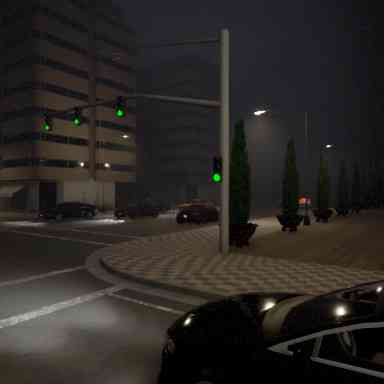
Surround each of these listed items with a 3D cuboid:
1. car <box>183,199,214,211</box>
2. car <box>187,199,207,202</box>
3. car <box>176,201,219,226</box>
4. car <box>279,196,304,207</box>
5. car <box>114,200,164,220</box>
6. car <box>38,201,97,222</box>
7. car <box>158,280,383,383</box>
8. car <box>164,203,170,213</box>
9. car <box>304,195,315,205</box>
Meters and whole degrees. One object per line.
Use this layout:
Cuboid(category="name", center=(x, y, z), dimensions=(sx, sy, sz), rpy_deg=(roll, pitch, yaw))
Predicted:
Cuboid(category="car", center=(0.916, 1.619, 43.131), dimensions=(1.994, 1.385, 4.181), rpy_deg=(0, 0, 36))
Cuboid(category="car", center=(0.368, 1.533, 36.316), dimensions=(1.882, 1.535, 5.008), rpy_deg=(0, 0, 35))
Cuboid(category="car", center=(0.696, 1.619, 24.307), dimensions=(1.994, 1.385, 4.181), rpy_deg=(0, 0, 35))
Cuboid(category="car", center=(14.608, 1.547, 50.057), dimensions=(2.128, 1.511, 4.902), rpy_deg=(0, 0, 35))
Cuboid(category="car", center=(-4.784, 1.619, 29.030), dimensions=(1.994, 1.385, 4.181), rpy_deg=(0, 0, 35))
Cuboid(category="car", center=(-10.160, 1.560, 27.487), dimensions=(1.837, 1.490, 4.892), rpy_deg=(0, 0, 35))
Cuboid(category="car", center=(1.895, 1.492, 2.622), dimensions=(4.902, 1.511, 2.128), rpy_deg=(0, 0, 36))
Cuboid(category="car", center=(-4.538, 1.603, 35.443), dimensions=(2.033, 1.411, 5.357), rpy_deg=(0, 0, 35))
Cuboid(category="car", center=(20.296, 1.407, 58.482), dimensions=(2.097, 1.767, 4.553), rpy_deg=(0, 0, 32))
